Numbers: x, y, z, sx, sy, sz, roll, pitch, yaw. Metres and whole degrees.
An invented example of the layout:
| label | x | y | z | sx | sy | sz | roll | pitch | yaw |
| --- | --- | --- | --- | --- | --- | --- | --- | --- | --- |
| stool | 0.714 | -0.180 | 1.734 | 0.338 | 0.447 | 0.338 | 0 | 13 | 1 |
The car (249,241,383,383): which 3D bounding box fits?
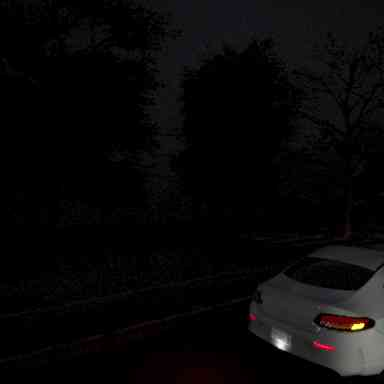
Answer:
| label | x | y | z | sx | sy | sz | roll | pitch | yaw |
| --- | --- | --- | --- | --- | --- | --- | --- | --- | --- |
| car | 2.917 | 1.527 | 5.211 | 4.674 | 1.442 | 1.812 | 0 | 0 | -36 |
